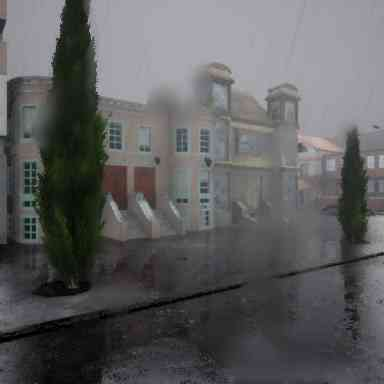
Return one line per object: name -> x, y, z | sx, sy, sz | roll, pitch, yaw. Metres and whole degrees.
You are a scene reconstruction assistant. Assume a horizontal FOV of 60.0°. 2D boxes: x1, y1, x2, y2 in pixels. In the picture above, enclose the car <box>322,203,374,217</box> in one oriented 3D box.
car -> 13.713, 1.564, 29.471 | 1.994, 1.385, 4.181 | 0, 0, -36
